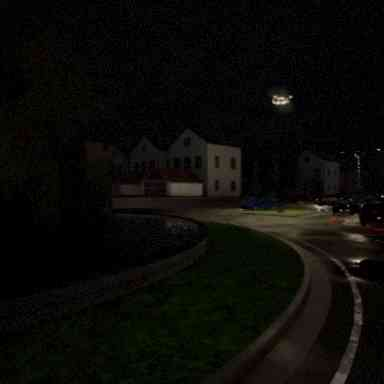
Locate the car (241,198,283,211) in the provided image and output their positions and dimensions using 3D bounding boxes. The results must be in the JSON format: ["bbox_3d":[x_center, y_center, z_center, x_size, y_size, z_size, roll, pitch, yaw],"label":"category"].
[{"bbox_3d":[8.127,1.462,39.748,5.008,1.535,1.882,0,0,-34],"label":"car"}]

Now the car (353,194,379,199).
[{"bbox_3d":[32.125,1.499,61.547,4.902,1.511,2.128,0,0,-45],"label":"car"}]

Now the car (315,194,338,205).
[{"bbox_3d":[23.423,1.328,57.872,4.553,1.767,2.097,0,0,-45],"label":"car"}]

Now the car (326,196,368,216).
[{"bbox_3d":[15.334,1.479,32.752,2.128,1.511,4.902,0,0,39],"label":"car"}]

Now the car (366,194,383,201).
[{"bbox_3d":[41.706,1.195,75.943,5.357,1.411,2.033,0,0,-45],"label":"car"}]

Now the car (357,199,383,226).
[{"bbox_3d":[12.731,1.469,23.028,1.882,1.535,5.008,-1,0,25],"label":"car"}]

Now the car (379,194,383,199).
[{"bbox_3d":[42.964,1.019,72.265,5.566,2.045,2.150,0,0,-45],"label":"car"}]

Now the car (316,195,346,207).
[{"bbox_3d":[20.920,1.528,50.547,5.357,1.411,2.033,0,0,-44],"label":"car"}]

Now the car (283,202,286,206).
[{"bbox_3d":[10.902,1.583,45.984,4.718,1.301,1.895,0,0,-40],"label":"car"}]
